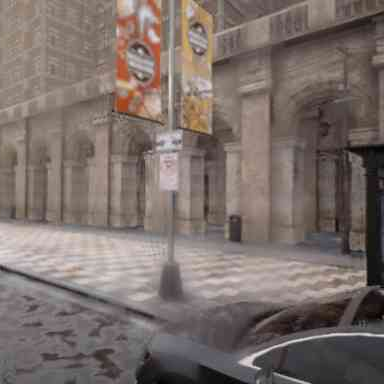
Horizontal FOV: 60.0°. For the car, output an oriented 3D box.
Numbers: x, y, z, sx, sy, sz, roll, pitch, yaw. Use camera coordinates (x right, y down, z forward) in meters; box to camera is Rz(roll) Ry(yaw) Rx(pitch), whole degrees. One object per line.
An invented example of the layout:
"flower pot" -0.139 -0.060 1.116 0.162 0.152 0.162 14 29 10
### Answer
"car" 1.639 1.542 2.502 4.892 1.490 1.837 0 -1 38
